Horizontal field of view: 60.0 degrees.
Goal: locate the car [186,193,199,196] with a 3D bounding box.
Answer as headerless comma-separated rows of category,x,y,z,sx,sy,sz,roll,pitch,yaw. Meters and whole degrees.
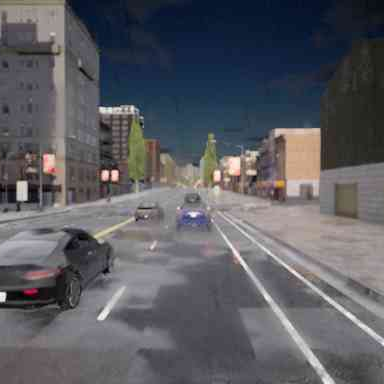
car,0.073,1.117,41.994,2.150,2.045,5.566,-1,2,0

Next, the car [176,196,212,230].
car,0.099,1.357,21.073,2.097,1.767,4.553,0,0,0

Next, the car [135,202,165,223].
car,-3.153,1.487,25.441,2.128,1.511,4.902,0,0,0

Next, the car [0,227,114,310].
car,-3.153,1.538,7.694,1.812,1.442,4.674,0,0,0
